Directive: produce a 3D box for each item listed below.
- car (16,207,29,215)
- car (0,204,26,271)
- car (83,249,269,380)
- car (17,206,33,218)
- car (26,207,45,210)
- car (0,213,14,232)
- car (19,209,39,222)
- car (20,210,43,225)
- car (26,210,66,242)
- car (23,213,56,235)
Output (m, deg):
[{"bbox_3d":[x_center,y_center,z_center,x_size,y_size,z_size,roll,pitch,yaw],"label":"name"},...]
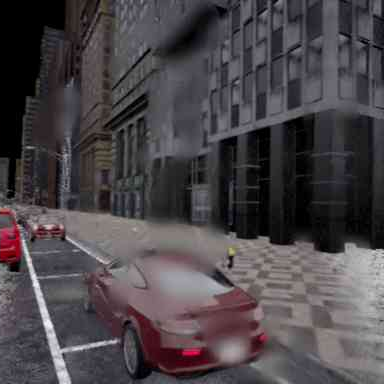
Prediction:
[{"bbox_3d":[-30.510,3.372,59.958,1.947,1.339,4.313,2,-2,-29],"label":"car"},{"bbox_3d":[-7.297,1.566,11.781,2.150,2.045,5.566,2,-2,-29],"label":"car"},{"bbox_3d":[-0.630,1.748,5.892,1.812,1.442,4.674,2,-2,-29],"label":"car"},{"bbox_3d":[-25.120,2.953,50.065,1.967,1.590,4.097,2,-2,-29],"label":"car"},{"bbox_3d":[-14.342,2.247,30.276,2.192,1.841,5.009,2,-2,-29],"label":"car"},{"bbox_3d":[-15.445,2.384,26.725,1.895,1.301,4.718,2,-2,-29],"label":"car"},{"bbox_3d":[-19.733,2.788,40.164,1.947,1.339,4.313,2,-2,-29],"label":"car"},{"bbox_3d":[-17.039,2.621,35.217,1.887,1.381,4.507,2,-2,-29],"label":"car"},{"bbox_3d":[-8.954,2.081,20.374,1.967,1.590,4.097,2,-2,-29],"label":"car"},{"bbox_3d":[-11.650,2.352,25.318,1.947,1.339,4.313,2,-2,-29],"label":"car"}]
